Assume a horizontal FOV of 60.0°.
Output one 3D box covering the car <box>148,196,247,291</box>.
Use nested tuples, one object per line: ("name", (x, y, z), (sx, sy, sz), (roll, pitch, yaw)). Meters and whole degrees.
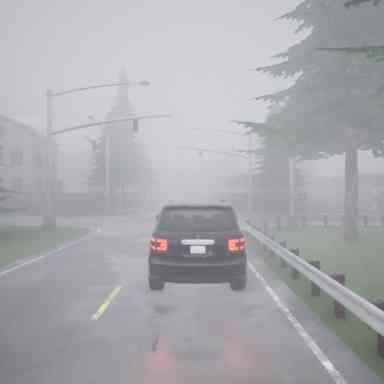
("car", (0.130, 1.221, 9.180), (2.150, 2.045, 5.566), (0, 0, 0))
